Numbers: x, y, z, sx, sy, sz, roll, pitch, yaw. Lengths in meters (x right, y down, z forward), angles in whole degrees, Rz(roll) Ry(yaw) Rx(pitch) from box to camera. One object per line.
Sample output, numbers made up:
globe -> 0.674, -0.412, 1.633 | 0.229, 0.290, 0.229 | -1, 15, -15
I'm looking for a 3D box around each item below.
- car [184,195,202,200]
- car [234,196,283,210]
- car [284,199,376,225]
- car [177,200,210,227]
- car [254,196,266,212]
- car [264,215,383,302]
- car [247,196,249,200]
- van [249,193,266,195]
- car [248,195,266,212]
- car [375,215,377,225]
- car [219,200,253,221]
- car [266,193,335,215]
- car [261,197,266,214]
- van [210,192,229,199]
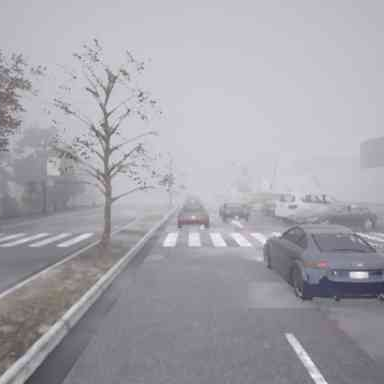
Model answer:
car -> 0.098, 1.172, 38.814 | 2.097, 1.767, 4.553 | 0, 0, 0
car -> 7.895, 1.304, 39.487 | 5.366, 1.575, 1.946 | 1, 0, -20
car -> 8.079, 1.363, 18.673 | 4.892, 1.521, 2.231 | 1, 1, -20
car -> 0.094, 1.422, 21.280 | 1.994, 1.385, 4.181 | 0, 0, 0
car -> 8.062, 1.332, 27.625 | 4.892, 1.521, 2.231 | 1, 0, -20
car -> 3.099, 1.496, 8.174 | 1.994, 1.385, 4.181 | 0, 0, 0
car -> 8.094, 1.349, 33.602 | 4.792, 1.488, 2.163 | 1, 0, -20
van -> 7.962, 1.087, 36.528 | 4.442, 1.987, 1.878 | 1, 0, -20
car -> 8.242, 1.323, 30.672 | 5.366, 1.575, 1.946 | 1, 0, -20
car -> 8.065, 1.453, 9.733 | 4.674, 1.452, 2.002 | 1, 0, -20
car -> 3.099, 1.446, 25.315 | 1.895, 1.301, 4.718 | 0, 0, 0
car -> 8.098, 1.097, 21.674 | 5.566, 2.045, 2.435 | 1, 0, -20
car -> 8.074, 1.338, 24.639 | 5.008, 1.535, 2.097 | 1, 0, -20
van -> 7.959, 0.937, 91.797 | 4.442, 1.987, 1.878 | 1, -1, -20
